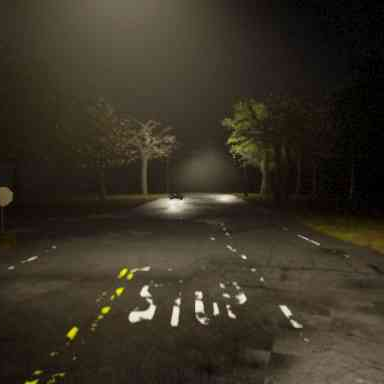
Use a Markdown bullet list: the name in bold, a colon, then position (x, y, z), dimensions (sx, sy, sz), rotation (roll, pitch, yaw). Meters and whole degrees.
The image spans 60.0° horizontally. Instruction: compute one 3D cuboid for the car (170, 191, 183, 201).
- **car**: position (-2.337, 0.580, 50.729), dimensions (1.837, 1.490, 4.892), rotation (0, 2, 2)
